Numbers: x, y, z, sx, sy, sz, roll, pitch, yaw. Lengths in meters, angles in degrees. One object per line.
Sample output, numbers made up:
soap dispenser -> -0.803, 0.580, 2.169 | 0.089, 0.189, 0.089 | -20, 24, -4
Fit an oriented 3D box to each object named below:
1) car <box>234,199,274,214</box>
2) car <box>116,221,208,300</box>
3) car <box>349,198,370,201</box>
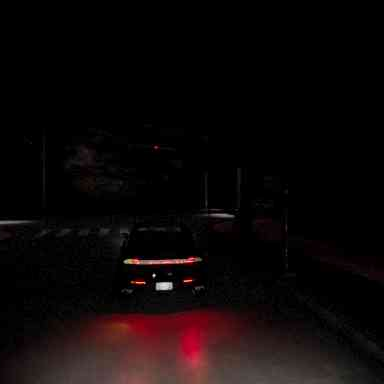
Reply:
car -> 6.257, 1.368, 30.803 | 4.674, 1.442, 1.812 | 0, 0, -12
car -> -0.840, 1.492, 8.425 | 2.128, 1.511, 4.902 | 0, 0, -8
car -> 16.371, 1.348, 33.046 | 4.892, 1.490, 1.837 | 0, 0, -12
